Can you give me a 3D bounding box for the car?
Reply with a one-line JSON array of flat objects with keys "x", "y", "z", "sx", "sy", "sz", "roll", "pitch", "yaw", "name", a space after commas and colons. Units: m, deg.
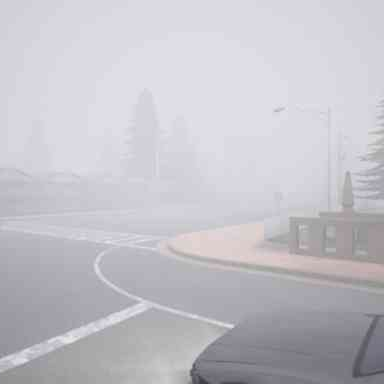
[{"x": 2.521, "y": 1.548, "z": 2.176, "sx": 5.357, "sy": 1.411, "sz": 2.033, "roll": 0, "pitch": 0, "yaw": 36, "name": "car"}]
